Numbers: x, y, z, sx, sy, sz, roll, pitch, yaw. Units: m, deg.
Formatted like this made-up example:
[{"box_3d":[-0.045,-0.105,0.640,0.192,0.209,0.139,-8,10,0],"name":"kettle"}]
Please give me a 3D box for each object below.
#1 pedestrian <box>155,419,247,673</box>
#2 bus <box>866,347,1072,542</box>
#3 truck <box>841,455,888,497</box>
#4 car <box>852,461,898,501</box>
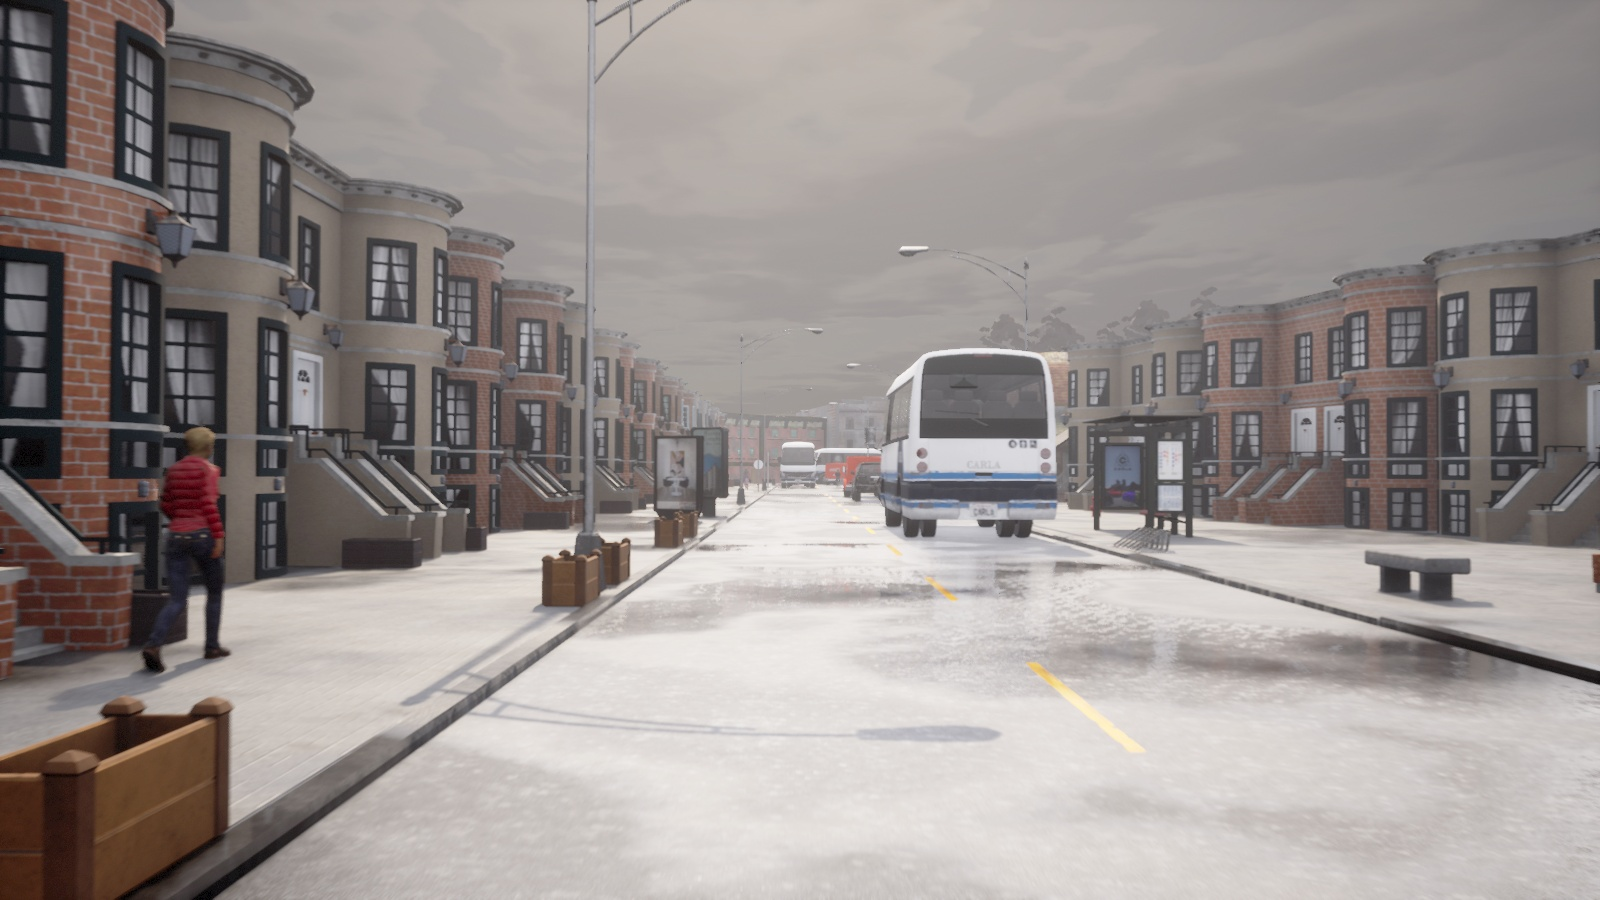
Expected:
[{"box_3d":[-4.497,0.701,9.457,0.331,1.846,0.636,0,-1,7],"name":"pedestrian"},{"box_3d":[3.956,-0.033,32.550,3.944,4.253,10.273,0,-1,0],"name":"bus"},{"box_3d":[3.916,1.600,76.953,2.627,2.467,5.204,0,-1,0],"name":"truck"},{"box_3d":[3.930,1.637,66.839,2.150,2.045,5.566,0,-1,0],"name":"car"}]
